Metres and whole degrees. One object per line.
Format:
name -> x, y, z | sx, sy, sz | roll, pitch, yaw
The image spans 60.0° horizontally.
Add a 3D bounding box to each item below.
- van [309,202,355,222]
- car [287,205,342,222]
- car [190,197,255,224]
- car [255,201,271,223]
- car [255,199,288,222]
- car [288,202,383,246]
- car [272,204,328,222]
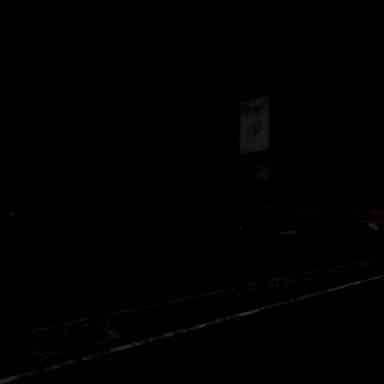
van -> 15.611, 2.165, 37.327 | 1.878, 1.987, 4.442 | 3, -2, -36
car -> 13.160, 2.260, 35.938 | 1.946, 1.575, 5.366 | 3, -2, -36
car -> 2.074, 1.487, 27.680 | 2.435, 2.045, 5.566 | 2, -1, -36
car -> 4.214, 1.827, 29.260 | 2.231, 1.521, 4.892 | 2, -1, -36
car -> 6.494, 1.670, 30.886 | 2.435, 2.045, 5.566 | 2, -1, -36
car -> 7.485, 1.543, 16.522 | 2.185, 1.767, 4.553 | 2, -1, -36
car -> 11.000, 2.144, 34.387 | 1.946, 1.575, 5.366 | 3, -2, -36
